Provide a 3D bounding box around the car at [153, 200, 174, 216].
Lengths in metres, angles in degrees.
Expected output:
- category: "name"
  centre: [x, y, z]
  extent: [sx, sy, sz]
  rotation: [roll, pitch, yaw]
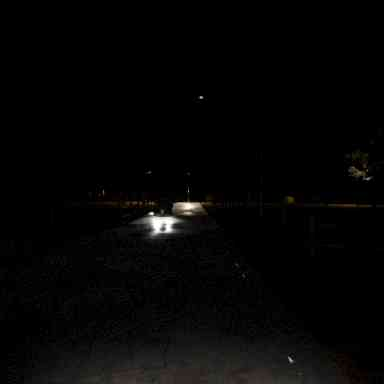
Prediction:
- category: "car"
  centre: [-2.823, 1.590, 33.916]
  extent: [2.128, 1.511, 4.902]
  rotation: [0, 0, 0]
